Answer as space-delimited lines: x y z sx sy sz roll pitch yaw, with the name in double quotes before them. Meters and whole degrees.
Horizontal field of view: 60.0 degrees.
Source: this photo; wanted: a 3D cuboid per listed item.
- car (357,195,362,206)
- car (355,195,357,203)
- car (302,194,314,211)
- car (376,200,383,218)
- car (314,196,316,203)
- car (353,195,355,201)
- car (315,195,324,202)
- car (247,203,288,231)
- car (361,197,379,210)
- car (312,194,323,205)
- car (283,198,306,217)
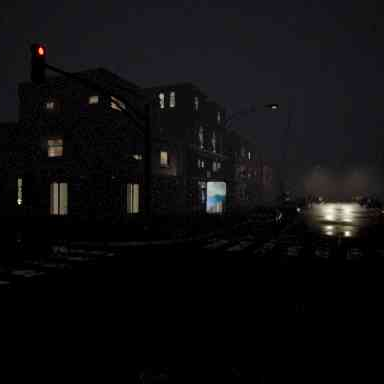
"car" 27.831 1.456 52.870 1.967 1.590 4.097 0 0 24
"car" 30.047 1.569 57.929 2.008 1.369 4.403 0 0 24
"car" 13.512 1.448 41.073 1.967 1.590 4.097 0 0 24
"car" 16.750 1.588 27.581 1.802 1.307 4.206 0 0 24
"car" 15.660 1.536 45.975 1.752 1.417 4.829 0 0 24
"car" 34.478 1.607 68.043 1.802 1.307 4.206 0 0 24
"car" 31.241 1.472 81.536 1.967 1.590 4.097 0 0 24
"car" 4.648 1.585 20.842 1.802 1.307 4.206 0 0 24
"car" 23.398 1.562 42.755 2.008 1.369 4.403 0 0 24
"car" 22.377 1.333 61.305 2.192 1.841 5.009 0 0 24
"car" 9.079 1.556 30.957 2.008 1.369 4.403 0 0 24
